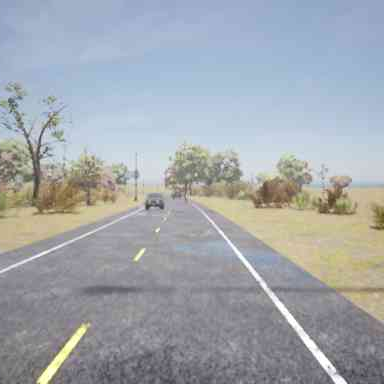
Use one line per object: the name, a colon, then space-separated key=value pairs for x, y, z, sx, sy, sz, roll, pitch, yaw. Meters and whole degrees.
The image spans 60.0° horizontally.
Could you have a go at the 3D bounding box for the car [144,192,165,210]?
car: x=-4.475 y=1.066 z=40.443 sx=2.150 sy=2.045 sz=5.566 roll=0 pitch=0 yaw=-2

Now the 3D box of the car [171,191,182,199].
car: x=-3.822 y=0.723 z=86.236 sx=2.150 sy=2.045 sz=5.566 roll=0 pitch=0 yaw=-5

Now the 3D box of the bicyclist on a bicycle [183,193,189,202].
bicyclist on a bicycle: x=-0.914 y=1.192 z=59.796 sx=0.866 sy=1.612 sz=1.509 roll=0 pitch=0 yaw=-3

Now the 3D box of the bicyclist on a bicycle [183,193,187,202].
bicyclist on a bicycle: x=-1.456 y=1.087 z=68.175 sx=0.659 sy=1.776 sz=1.843 roll=0 pitch=0 yaw=-4
